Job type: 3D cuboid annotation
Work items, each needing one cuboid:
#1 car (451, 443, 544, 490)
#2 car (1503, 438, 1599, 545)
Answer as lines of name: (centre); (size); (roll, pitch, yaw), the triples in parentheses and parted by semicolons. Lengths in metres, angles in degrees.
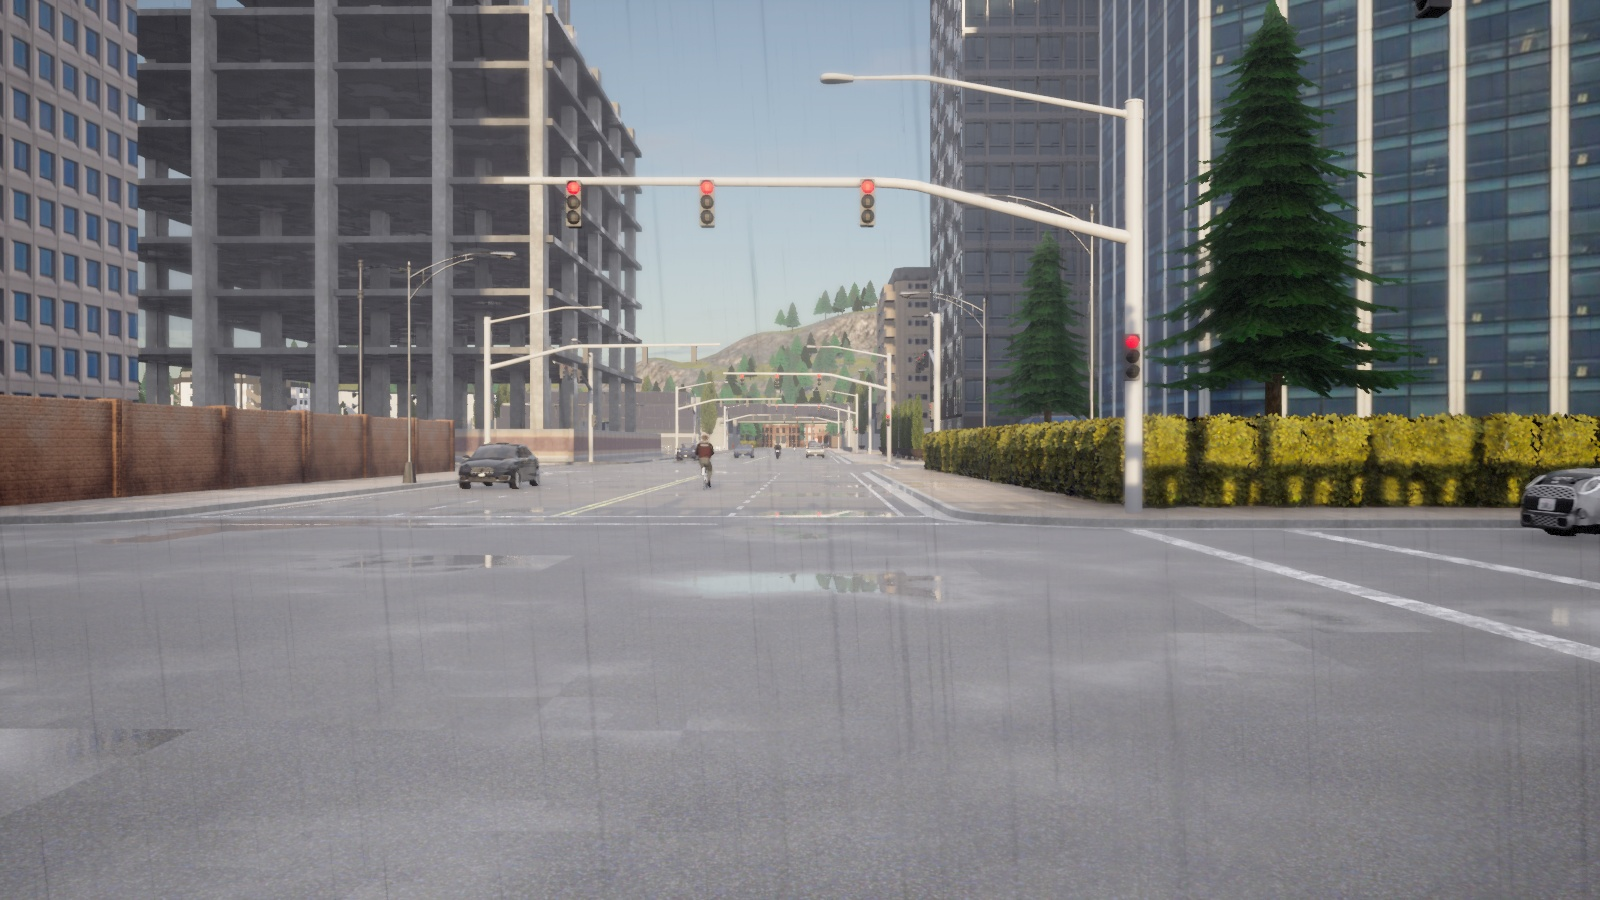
car: (-9.976, 0.507, 41.788); (1.837, 1.490, 4.892); (0, 0, 1)
car: (12.698, 0.563, 18.294); (3.806, 1.475, 1.970); (0, 0, 1)
